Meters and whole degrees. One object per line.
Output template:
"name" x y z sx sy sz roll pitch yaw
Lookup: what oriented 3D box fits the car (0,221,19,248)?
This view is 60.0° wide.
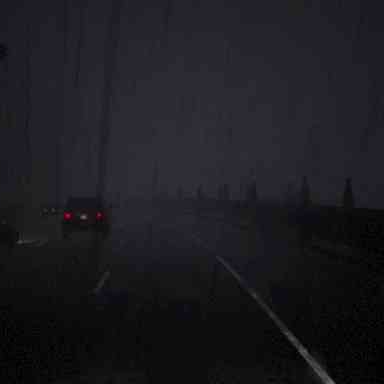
"car" -8.170 1.590 12.498 1.994 1.385 4.181 0 0 -8

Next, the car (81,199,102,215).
"car" -10.963 1.591 35.945 1.837 1.490 4.892 0 0 -21

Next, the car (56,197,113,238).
"car" -5.565 1.253 18.064 2.150 2.045 5.566 0 0 -11

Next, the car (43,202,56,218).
"car" -12.658 1.627 30.744 2.033 1.411 5.357 0 0 -19
